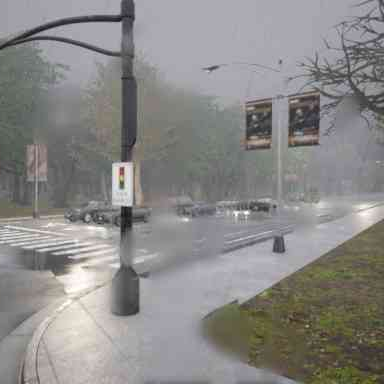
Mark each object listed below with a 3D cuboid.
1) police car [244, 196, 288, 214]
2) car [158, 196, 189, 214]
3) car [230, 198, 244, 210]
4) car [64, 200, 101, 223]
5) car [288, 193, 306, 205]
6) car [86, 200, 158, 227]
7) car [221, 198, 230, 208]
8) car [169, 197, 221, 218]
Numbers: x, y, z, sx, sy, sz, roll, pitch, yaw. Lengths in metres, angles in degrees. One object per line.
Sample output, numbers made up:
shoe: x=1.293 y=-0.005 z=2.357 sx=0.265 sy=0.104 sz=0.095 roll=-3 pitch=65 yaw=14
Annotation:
police car: x=7.592 y=1.284 z=33.623 sx=1.930 sy=1.638 sz=5.238 roll=1 pitch=1 yaw=36
car: x=-1.653 y=1.183 z=32.058 sx=2.097 sy=1.767 sz=4.553 roll=1 pitch=1 yaw=36
car: x=6.839 y=1.359 z=38.324 sx=2.033 sy=1.411 sz=5.357 roll=1 pitch=1 yaw=35
car: x=-7.022 y=1.380 z=24.581 sx=1.837 sy=1.490 sz=4.892 roll=1 pitch=1 yaw=36
car: x=15.759 y=0.901 z=50.571 sx=2.097 sy=1.767 sz=4.553 roll=1 pitch=1 yaw=36
car: x=-4.577 y=1.471 z=22.416 sx=1.994 sy=1.385 sz=4.181 roll=1 pitch=1 yaw=36
car: x=4.895 y=1.377 z=41.171 sx=1.895 sy=1.301 sz=4.718 roll=1 pitch=1 yaw=36
car: x=0.335 y=1.431 z=29.222 sx=1.994 sy=1.385 sz=4.181 roll=1 pitch=1 yaw=38
